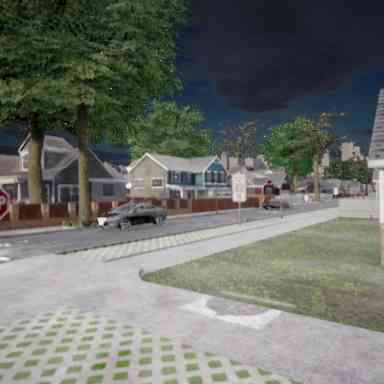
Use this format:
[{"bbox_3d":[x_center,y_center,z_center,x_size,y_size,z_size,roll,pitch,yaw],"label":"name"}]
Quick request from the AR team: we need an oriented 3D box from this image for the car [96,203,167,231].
[{"bbox_3d":[-3.573,1.443,20.274,2.128,1.511,4.902,-1,-1,35],"label":"car"}]

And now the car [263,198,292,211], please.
[{"bbox_3d":[10.294,1.457,39.786,2.033,1.411,5.357,-1,-1,36],"label":"car"}]
